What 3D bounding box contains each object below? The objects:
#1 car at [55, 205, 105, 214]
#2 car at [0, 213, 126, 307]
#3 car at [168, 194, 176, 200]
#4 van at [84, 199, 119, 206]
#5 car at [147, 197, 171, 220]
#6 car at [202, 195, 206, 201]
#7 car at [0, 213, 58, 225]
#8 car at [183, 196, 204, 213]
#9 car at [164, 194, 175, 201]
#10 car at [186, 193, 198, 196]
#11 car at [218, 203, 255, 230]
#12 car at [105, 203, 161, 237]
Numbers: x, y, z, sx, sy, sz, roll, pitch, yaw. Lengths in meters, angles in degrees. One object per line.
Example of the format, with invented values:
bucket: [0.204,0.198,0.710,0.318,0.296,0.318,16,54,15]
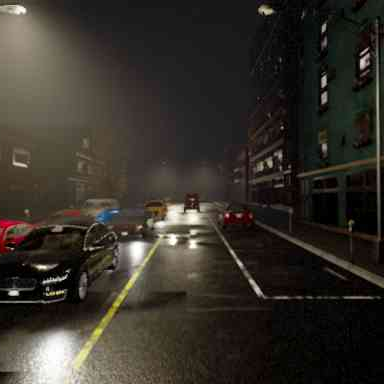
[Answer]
car: [-5.683,1.532,15.265,1.887,1.381,4.507,1,0,0]
car: [-3.098,1.498,8.192,1.837,1.490,4.892,0,0,0]
car: [-5.712,1.374,94.879,1.967,1.590,4.097,1,0,0]
van: [-5.681,1.324,20.952,1.690,1.788,3.998,1,0,0]
car: [-3.102,1.455,28.240,1.882,1.535,5.008,0,0,0]
car: [2.670,1.465,83.740,1.752,1.417,4.829,1,0,0]
car: [-5.757,1.537,9.583,1.887,1.381,4.507,1,0,0]
car: [-0.015,1.518,37.256,2.033,1.411,5.357,0,0,0]
car: [-5.706,1.383,77.818,1.967,1.590,4.097,1,0,0]
car: [-0.018,1.186,47.903,2.150,2.045,5.566,0,0,0]
car: [2.697,1.423,21.016,1.967,1.590,4.097,1,0,0]
car: [-3.095,1.533,18.069,2.033,1.411,5.357,0,0,0]
